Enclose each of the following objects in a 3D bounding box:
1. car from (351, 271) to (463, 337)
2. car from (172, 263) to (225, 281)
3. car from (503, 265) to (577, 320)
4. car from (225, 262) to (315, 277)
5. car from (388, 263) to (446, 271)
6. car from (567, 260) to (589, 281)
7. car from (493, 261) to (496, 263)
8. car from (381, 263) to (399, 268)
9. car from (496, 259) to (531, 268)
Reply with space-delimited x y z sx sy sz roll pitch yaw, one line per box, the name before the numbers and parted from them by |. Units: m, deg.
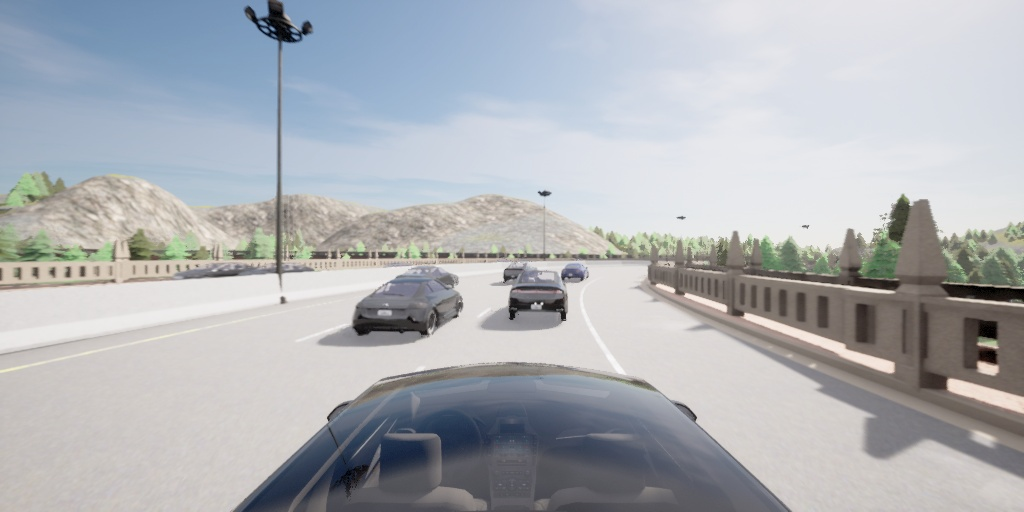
car | -2.776 1.305 10.381 1.994 1.385 4.181 0 0 6
car | -18.654 1.162 22.897 2.128 1.511 4.902 0 0 12
car | 1.010 1.252 12.672 2.128 1.511 4.902 0 0 7
car | -15.034 1.179 23.107 2.128 1.511 4.902 0 0 12
car | -4.752 1.284 20.523 2.033 1.411 5.357 0 0 12
car | 5.342 1.315 30.262 1.812 1.442 4.674 0 0 19
car | -1.727 1.318 62.387 2.033 1.411 5.357 0 0 34
car | -9.694 1.264 30.037 2.033 1.411 5.357 0 0 17
car | 0.742 1.257 27.504 2.128 1.511 4.902 0 0 16
